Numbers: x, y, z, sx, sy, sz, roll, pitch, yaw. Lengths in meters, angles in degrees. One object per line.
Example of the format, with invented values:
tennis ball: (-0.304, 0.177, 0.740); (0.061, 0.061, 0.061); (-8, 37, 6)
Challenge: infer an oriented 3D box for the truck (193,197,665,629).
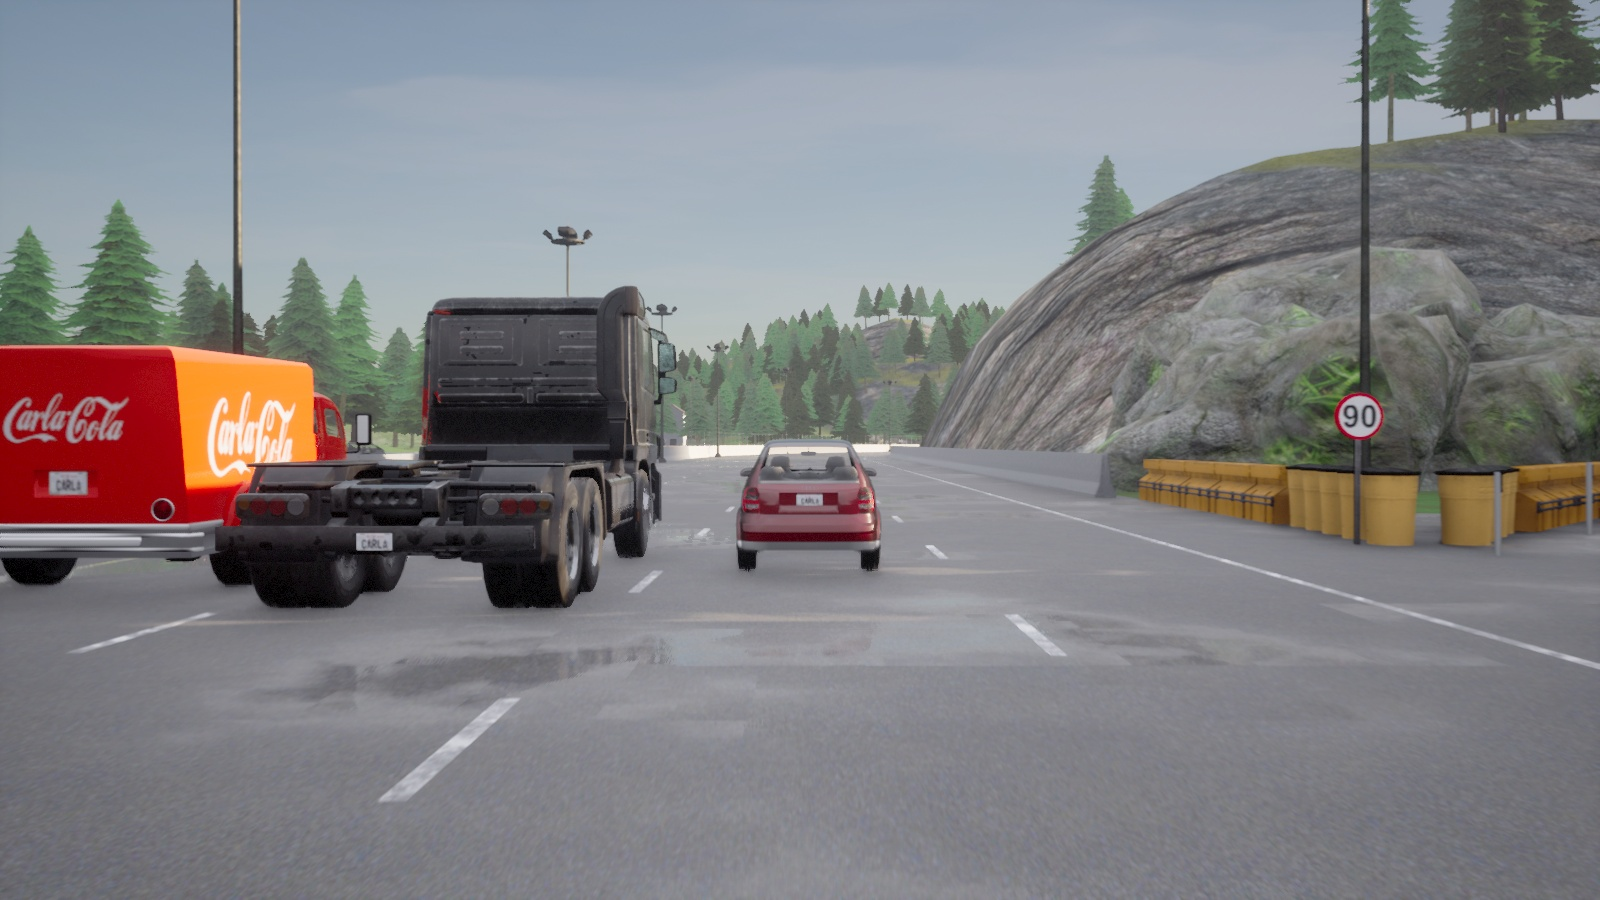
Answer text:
truck: (-3.404, -0.318, 14.051); (2.891, 3.462, 7.936); (0, 0, 0)

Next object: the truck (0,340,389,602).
truck: (-6.903, 0.174, 14.415); (2.627, 2.467, 5.204); (0, 0, 0)

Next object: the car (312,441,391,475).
car: (-20.654, 0.347, 58.019); (2.007, 1.525, 4.514); (0, 0, 0)

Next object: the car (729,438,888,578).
car: (0.107, 0.638, 16.014); (1.789, 1.549, 3.705); (0, 1, 0)
